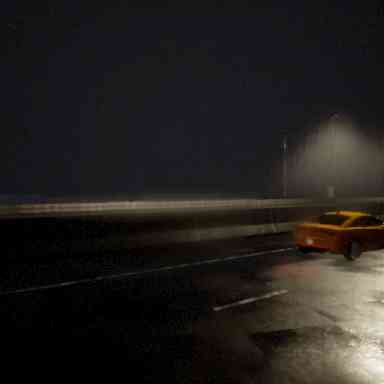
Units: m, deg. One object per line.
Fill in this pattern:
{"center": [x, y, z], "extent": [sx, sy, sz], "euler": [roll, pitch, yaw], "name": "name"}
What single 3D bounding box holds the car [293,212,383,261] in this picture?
{"center": [5.873, 1.461, 12.264], "extent": [5.008, 1.535, 1.882], "euler": [0, 0, -35], "name": "car"}
